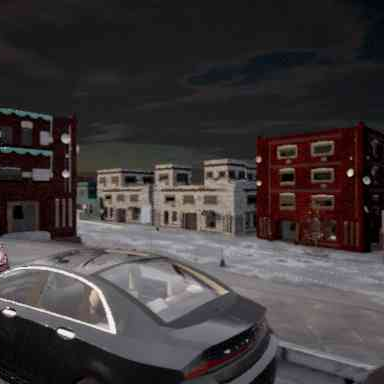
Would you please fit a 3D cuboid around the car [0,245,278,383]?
[{"bbox_3d":[-1.401,1.482,4.235,4.892,1.521,2.231,0,0,35],"label":"car"}]
